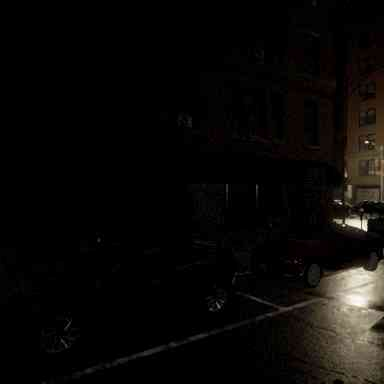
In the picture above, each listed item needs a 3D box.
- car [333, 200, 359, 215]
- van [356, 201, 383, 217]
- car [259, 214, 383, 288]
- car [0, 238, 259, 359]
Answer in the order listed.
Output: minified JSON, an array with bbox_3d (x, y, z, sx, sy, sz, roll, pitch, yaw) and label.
[{"bbox_3d":[11.681,1.584,28.209,1.895,1.301,4.718,0,0,-36],"label":"car"},{"bbox_3d":[8.174,1.338,12.522,3.998,1.788,1.690,0,0,-35],"label":"van"},{"bbox_3d":[3.551,1.544,9.255,4.507,1.381,1.887,0,0,-35],"label":"car"},{"bbox_3d":[-1.070,1.566,5.988,4.313,1.339,1.947,0,0,-35],"label":"car"}]
